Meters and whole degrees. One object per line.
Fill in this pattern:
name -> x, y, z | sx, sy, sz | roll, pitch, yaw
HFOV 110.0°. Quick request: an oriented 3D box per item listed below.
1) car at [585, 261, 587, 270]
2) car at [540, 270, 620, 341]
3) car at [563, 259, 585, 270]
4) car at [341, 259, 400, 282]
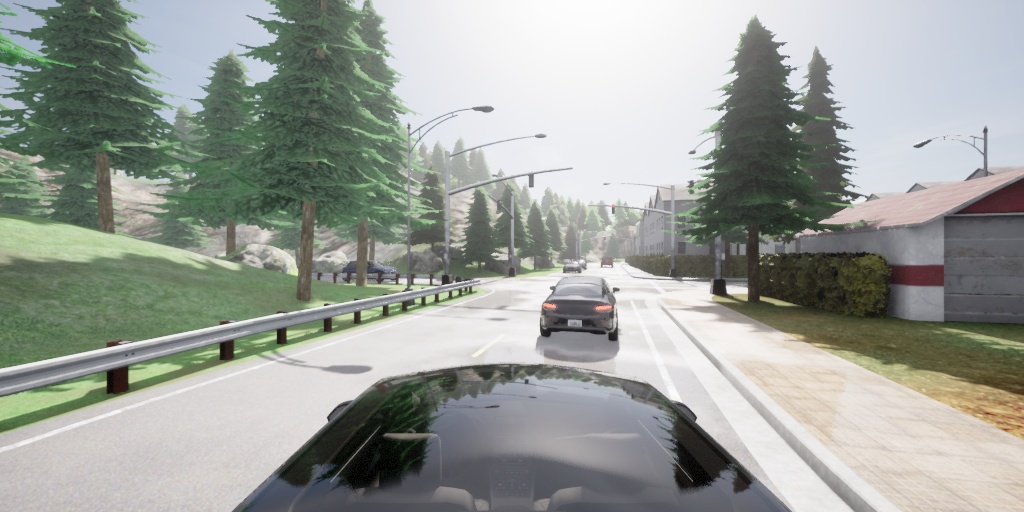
car -> 10.044, 1.263, 52.877 | 2.128, 1.511, 4.902 | 0, 0, 16
car -> 1.955, 1.279, 9.919 | 1.812, 1.442, 4.674 | 0, 0, 15
car -> 7.342, 1.331, 43.192 | 1.994, 1.385, 4.181 | 0, 0, 16
car -> -11.360, 1.126, 28.987 | 4.553, 1.767, 2.097 | 0, 0, 15
